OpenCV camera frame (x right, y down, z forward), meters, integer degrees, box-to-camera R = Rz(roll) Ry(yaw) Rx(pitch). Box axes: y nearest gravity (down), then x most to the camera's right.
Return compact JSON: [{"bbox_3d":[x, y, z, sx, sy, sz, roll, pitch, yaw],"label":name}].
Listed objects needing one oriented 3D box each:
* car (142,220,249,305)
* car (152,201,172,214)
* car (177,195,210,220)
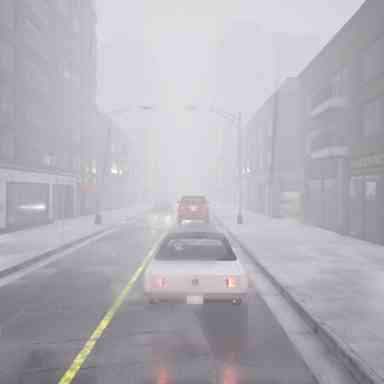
[{"bbox_3d":[0.093,1.601,8.037,1.895,1.301,4.718,0,0,1],"label":"car"},{"bbox_3d":[-3.113,1.608,35.122,1.895,1.301,4.718,0,0,0],"label":"car"},{"bbox_3d":[0.092,1.224,24.172,2.150,2.045,5.566,0,0,0],"label":"car"}]
